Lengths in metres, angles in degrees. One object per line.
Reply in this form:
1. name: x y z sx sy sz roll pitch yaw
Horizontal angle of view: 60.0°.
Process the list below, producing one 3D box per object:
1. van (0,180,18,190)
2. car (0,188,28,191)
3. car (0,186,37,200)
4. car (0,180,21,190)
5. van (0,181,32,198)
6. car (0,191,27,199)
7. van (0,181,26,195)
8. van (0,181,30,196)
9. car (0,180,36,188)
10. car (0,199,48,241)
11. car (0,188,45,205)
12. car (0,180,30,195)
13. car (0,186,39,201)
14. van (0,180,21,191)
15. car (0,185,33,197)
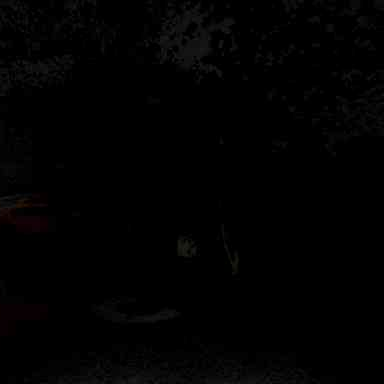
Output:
1. van: -40.644 -1.566 72.588 4.442 1.987 1.878 1 1 -31
2. car: -12.727 0.768 24.654 5.366 1.575 1.946 1 2 -31
3. car: -20.974 0.086 39.061 4.792 1.488 2.163 1 2 -31
4. car: -39.361 -1.494 70.129 5.566 2.045 2.435 1 1 -31
5. van: -22.481 -0.275 41.354 4.442 1.987 1.878 1 2 -31
6. car: -8.382 1.013 17.716 4.553 1.767 2.185 1 2 -31
7. van: -26.716 -0.576 48.516 4.442 1.987 1.878 1 2 -31
8. van: -25.109 -0.473 46.250 4.442 1.987 1.878 1 2 -31
9. car: -15.344 0.278 29.522 5.566 2.045 2.435 1 2 -31
10. car: -7.011 1.261 15.316 5.008 1.535 2.097 1 2 -31
11. car: -16.809 0.435 31.885 4.792 1.488 2.163 1 2 -31
12. car: -28.045 -0.698 50.945 5.566 2.045 2.435 1 2 -31
13. car: -19.635 0.192 36.789 4.792 1.488 2.163 1 2 -31
14. van: -35.018 -1.170 63.050 4.442 1.987 1.878 1 1 -31
15. car: -23.805 -0.150 43.814 5.008 1.535 2.097 1 1 -31
